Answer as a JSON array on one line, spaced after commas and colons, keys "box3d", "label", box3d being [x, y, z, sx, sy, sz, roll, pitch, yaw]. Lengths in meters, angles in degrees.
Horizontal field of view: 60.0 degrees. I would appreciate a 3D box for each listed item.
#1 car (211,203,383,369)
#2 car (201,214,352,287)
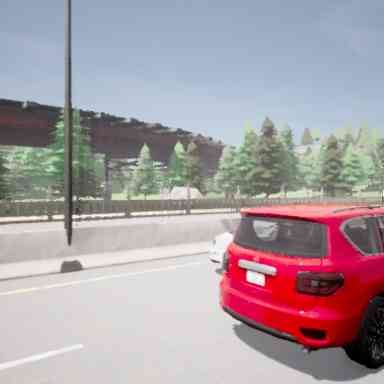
[{"box3d": [3.037, 1.220, 5.961, 5.566, 2.045, 2.150, 0, 0, -35], "label": "car"}, {"box3d": [2.680, 1.521, 9.991, 4.674, 1.442, 1.812, 0, 0, -35], "label": "car"}]
